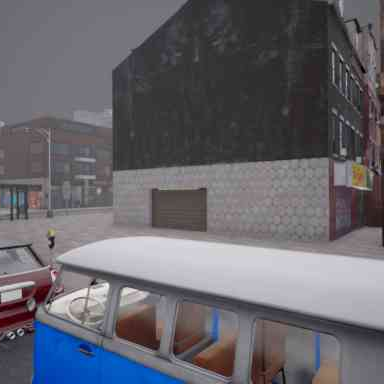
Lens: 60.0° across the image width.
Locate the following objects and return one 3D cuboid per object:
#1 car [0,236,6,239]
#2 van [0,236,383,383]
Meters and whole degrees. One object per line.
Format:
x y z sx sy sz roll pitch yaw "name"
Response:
-4.043 1.442 5.659 4.097 1.590 1.967 0 0 35 "car"
0.402 1.341 2.527 3.998 1.788 1.690 0 0 35 "van"
